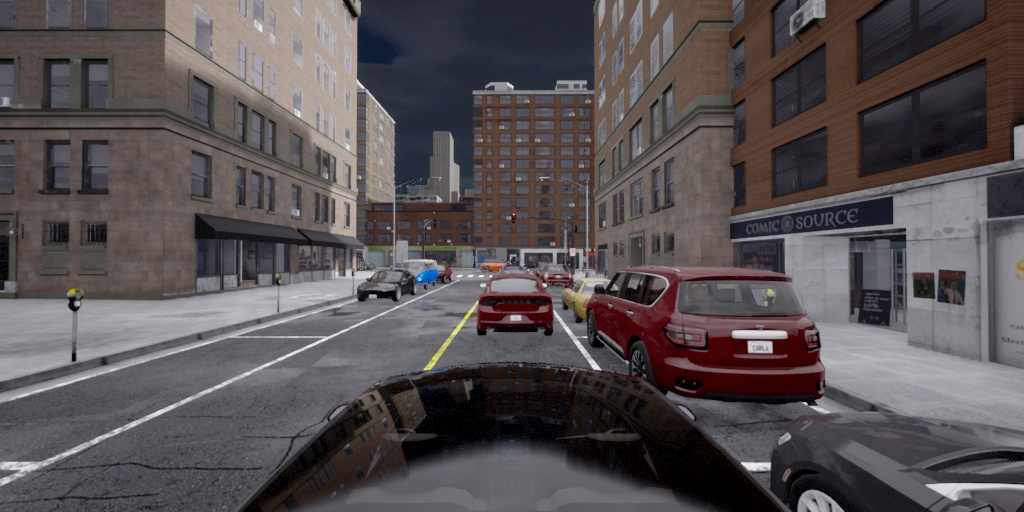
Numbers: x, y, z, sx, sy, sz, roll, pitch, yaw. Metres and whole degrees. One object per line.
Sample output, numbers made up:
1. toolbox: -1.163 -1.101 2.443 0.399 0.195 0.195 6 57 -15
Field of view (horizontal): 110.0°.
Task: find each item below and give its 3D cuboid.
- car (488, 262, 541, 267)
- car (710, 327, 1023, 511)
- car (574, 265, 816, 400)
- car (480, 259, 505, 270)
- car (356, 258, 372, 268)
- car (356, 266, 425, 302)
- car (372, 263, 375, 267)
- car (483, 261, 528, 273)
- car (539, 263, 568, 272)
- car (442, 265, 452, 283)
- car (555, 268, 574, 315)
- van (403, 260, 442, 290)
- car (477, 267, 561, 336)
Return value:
1. car: 0.116 1.262 18.074 2.128 1.511 4.902 0 0 0
2. car: 2.668 1.300 0.778 2.007 1.370 4.403 0 0 0
3. car: 2.674 1.069 6.260 2.192 1.841 5.009 0 0 0
4. car: -1.295 1.105 41.004 4.553 1.767 2.097 0 -1 0
5. car: -19.215 1.127 41.132 4.892 1.490 1.837 0 -1 0
6. car: -5.840 1.335 17.235 1.948 1.339 4.313 0 0 0
7. car: -19.279 1.011 44.385 4.553 1.767 2.097 0 -1 0
8. car: -0.772 1.342 44.246 5.357 1.411 2.033 0 -1 0
9. car: 2.691 1.218 22.708 1.967 1.591 4.097 0 0 0
10. car: -5.829 1.332 28.200 1.888 1.381 4.507 0 0 0
11. car: 2.680 1.286 11.912 1.751 1.417 4.829 0 0 0
12. van: -5.835 1.119 22.718 1.690 1.789 3.998 0 0 0
13. car: 0.057 1.237 10.502 1.882 1.535 5.008 0 0 -1
